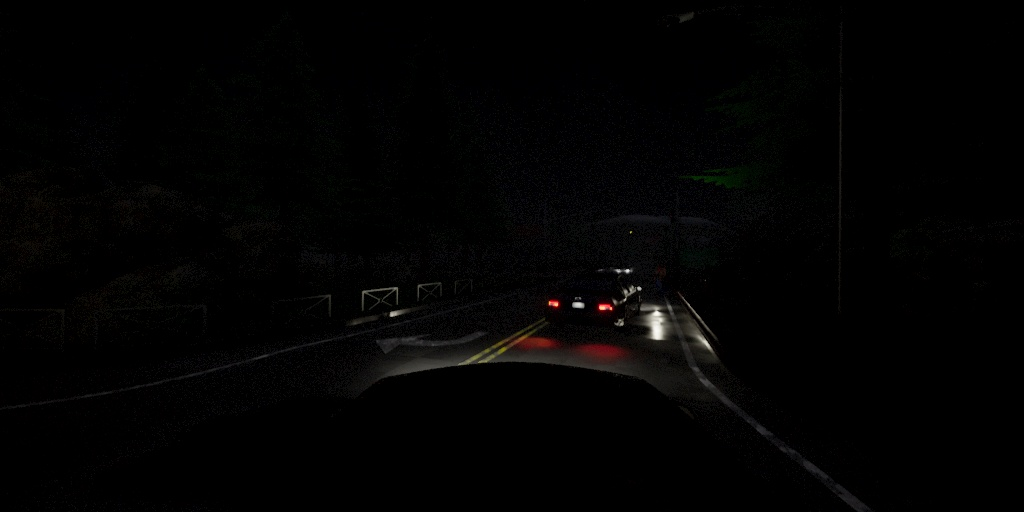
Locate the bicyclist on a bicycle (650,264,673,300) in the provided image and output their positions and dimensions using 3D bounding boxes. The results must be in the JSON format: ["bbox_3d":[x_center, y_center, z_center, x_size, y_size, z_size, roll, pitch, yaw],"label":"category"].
[{"bbox_3d":[6.898,1.193,16.510,1.656,1.620,0.582,1,0,-30],"label":"bicyclist on a bicycle"}]

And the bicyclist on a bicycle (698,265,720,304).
[{"bbox_3d":[8.302,1.204,15.086,1.656,1.620,0.582,1,0,-33],"label":"bicyclist on a bicycle"}]

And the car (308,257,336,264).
[{"bbox_3d":[-30.418,1.193,56.715,5.008,1.535,1.882,0,-1,29],"label":"car"}]

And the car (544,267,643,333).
[{"bbox_3d":[2.593,1.198,10.426,2.033,1.411,5.357,1,0,26],"label":"car"}]

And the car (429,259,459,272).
[{"bbox_3d":[-9.269,1.258,47.130,4.553,1.767,2.097,0,0,22],"label":"car"}]
